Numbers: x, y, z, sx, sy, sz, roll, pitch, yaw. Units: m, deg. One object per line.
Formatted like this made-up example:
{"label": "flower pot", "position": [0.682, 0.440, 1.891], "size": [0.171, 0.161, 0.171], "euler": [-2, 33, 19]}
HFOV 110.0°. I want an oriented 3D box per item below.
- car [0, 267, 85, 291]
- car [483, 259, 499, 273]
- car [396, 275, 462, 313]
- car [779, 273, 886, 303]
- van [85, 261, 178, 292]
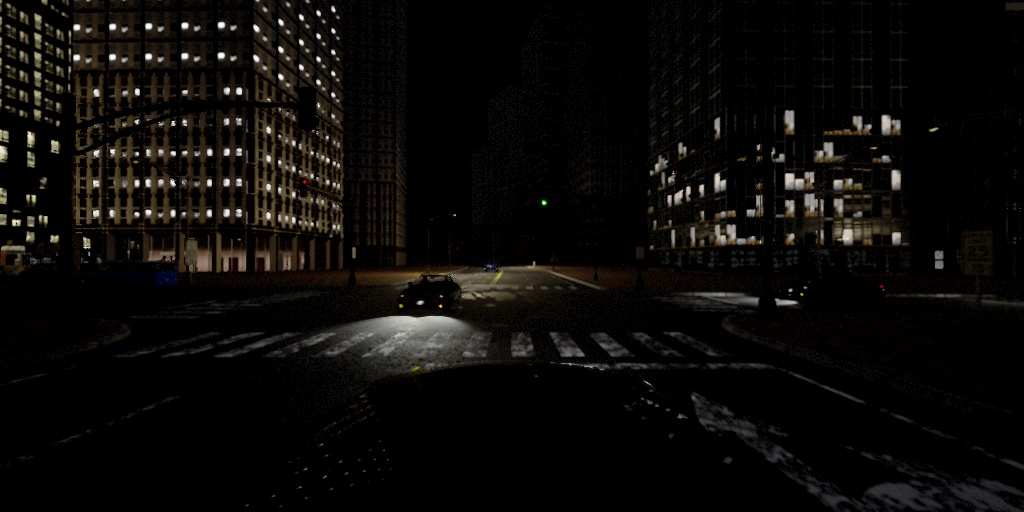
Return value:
{"label": "car", "position": [-28.192, 1.371, 21.697], "size": [4.507, 1.381, 1.888], "euler": [0, 0, 1]}
{"label": "car", "position": [-3.263, 1.533, 56.968], "size": [2.150, 2.045, 5.566], "euler": [0, -1, 0]}
{"label": "car", "position": [-3.246, 1.473, 14.736], "size": [1.994, 1.385, 4.181], "euler": [0, 0, 0]}
{"label": "car", "position": [16.187, 1.575, 18.253], "size": [4.181, 1.385, 1.994], "euler": [0, 0, 1]}
{"label": "van", "position": [-22.654, 1.191, 21.650], "size": [3.998, 1.789, 1.690], "euler": [0, 0, 1]}
